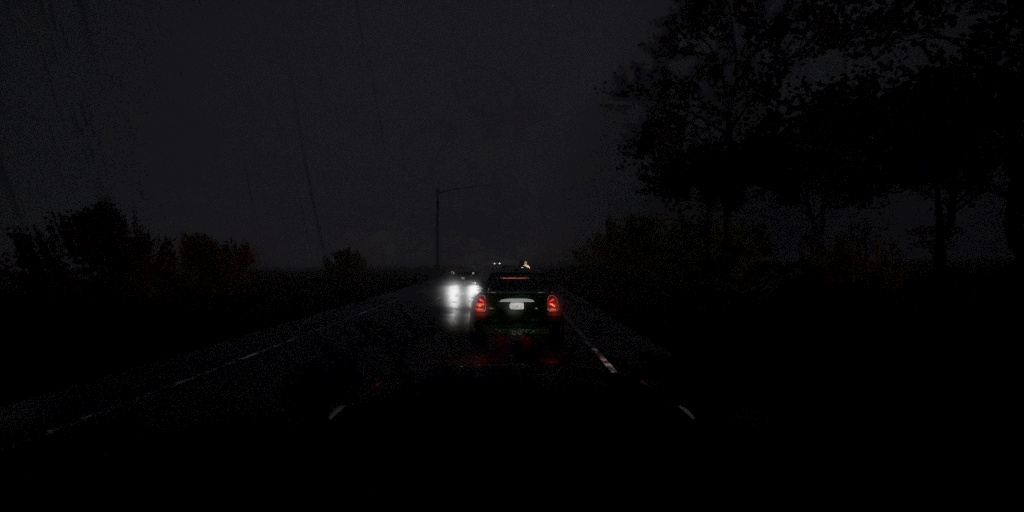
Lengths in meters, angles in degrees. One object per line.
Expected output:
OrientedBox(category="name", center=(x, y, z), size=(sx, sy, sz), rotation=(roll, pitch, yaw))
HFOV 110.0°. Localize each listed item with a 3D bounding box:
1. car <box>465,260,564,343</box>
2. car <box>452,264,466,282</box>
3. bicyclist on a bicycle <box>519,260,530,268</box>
OrientedBox(category="car", center=(0.113, 1.099, 9.857), size=(2.097, 1.767, 4.553), rotation=(0, 0, 0))
OrientedBox(category="car", center=(-3.597, 1.341, 28.690), size=(1.895, 1.301, 4.718), rotation=(0, 0, 0))
OrientedBox(category="bicyclist on a bicycle", center=(0.974, 1.177, 25.680), size=(0.866, 1.612, 1.509), rotation=(0, 0, 1))
